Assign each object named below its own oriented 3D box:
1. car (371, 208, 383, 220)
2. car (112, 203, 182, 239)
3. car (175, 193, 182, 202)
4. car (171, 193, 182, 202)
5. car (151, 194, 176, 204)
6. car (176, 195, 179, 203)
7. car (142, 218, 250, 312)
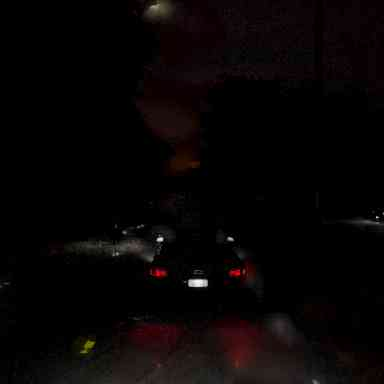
[{"bbox_3d":[15.277,1.309,22.622,5.357,1.411,2.033,-1,1,1],"label":"car"},{"bbox_3d":[-2.042,1.504,16.751,1.812,1.442,4.674,-1,0,24],"label":"car"},{"bbox_3d":[-3.201,1.329,55.033,2.128,1.511,4.902,0,0,0],"label":"car"},{"bbox_3d":[-3.148,1.094,68.850,2.097,1.767,4.553,0,1,0],"label":"car"},{"bbox_3d":[-3.149,1.272,34.786,2.097,1.767,4.553,1,0,0],"label":"car"},{"bbox_3d":[-3.185,1.492,44.716,1.895,1.301,4.718,0,0,0],"label":"car"},{"bbox_3d":[0.083,1.557,7.812,1.994,1.385,4.181,0,0,-1],"label":"car"}]
